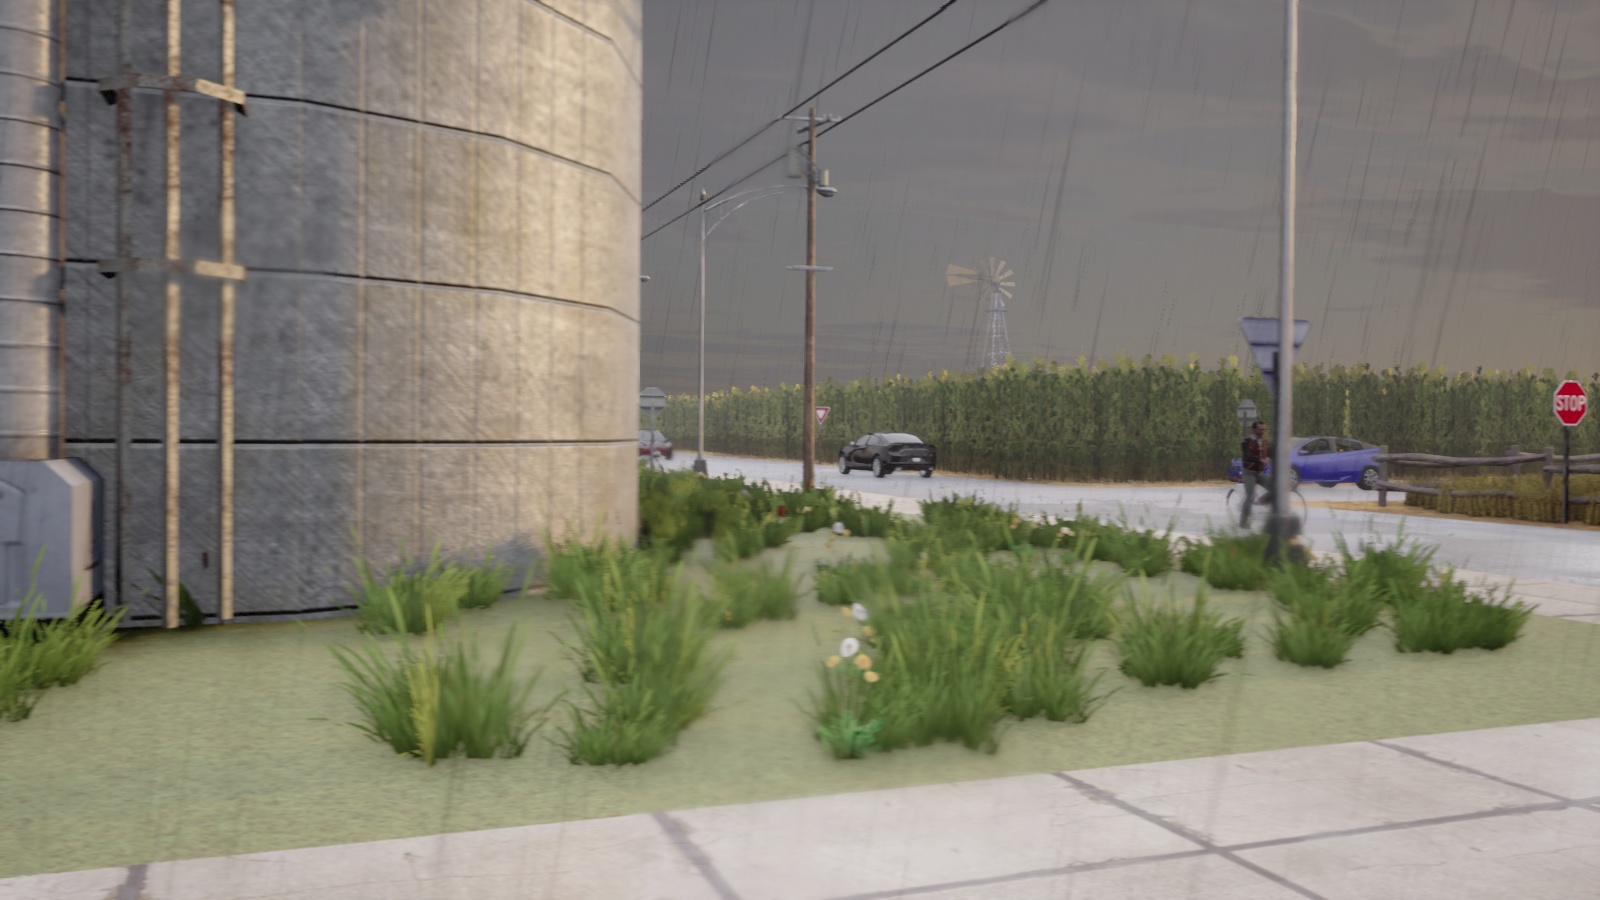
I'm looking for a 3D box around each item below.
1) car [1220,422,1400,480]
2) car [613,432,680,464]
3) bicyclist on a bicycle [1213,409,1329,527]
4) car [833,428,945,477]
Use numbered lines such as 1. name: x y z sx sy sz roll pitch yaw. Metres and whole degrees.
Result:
1. car: 14.414 0.011 35.516 4.514 1.525 2.007 -1 1 -20
2. car: -7.475 -0.120 60.841 2.163 1.488 4.792 -1 1 -20
3. bicyclist on a bicycle: 7.426 0.265 19.880 0.659 1.776 1.843 -1 1 -20
4. car: 2.927 0.053 42.485 1.882 1.535 5.008 -1 1 -20
